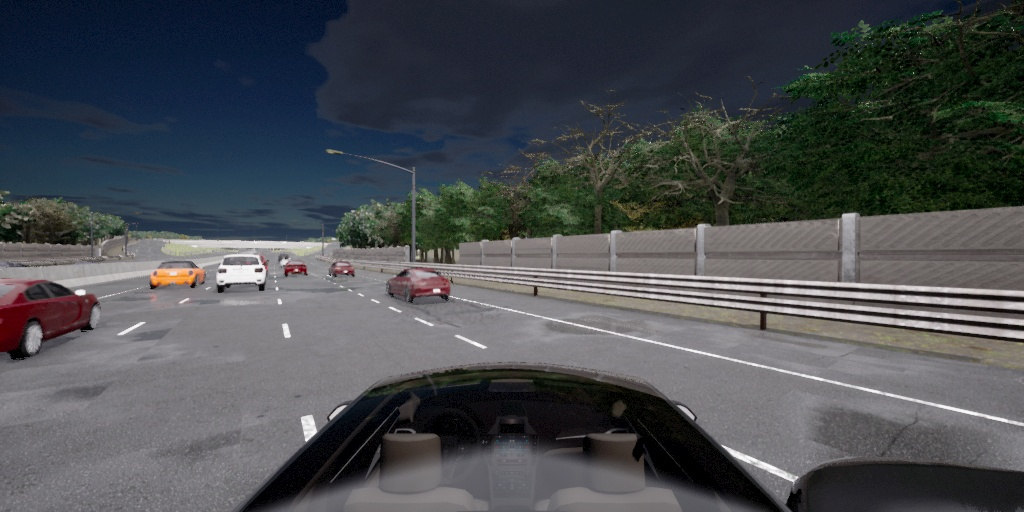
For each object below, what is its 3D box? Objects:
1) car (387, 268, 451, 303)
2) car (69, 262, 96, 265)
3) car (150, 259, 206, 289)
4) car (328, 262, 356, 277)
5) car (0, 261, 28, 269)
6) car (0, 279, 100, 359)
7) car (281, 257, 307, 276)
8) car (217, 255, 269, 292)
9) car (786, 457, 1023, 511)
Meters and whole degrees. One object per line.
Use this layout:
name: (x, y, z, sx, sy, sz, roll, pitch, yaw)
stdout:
car: (-4.403, 1.273, 16.720, 1.812, 1.442, 4.674, 0, 0, -34)
car: (-42.669, 1.272, 35.710, 1.994, 1.385, 4.181, 0, 0, -34)
car: (-21.397, 1.087, 23.138, 2.097, 1.767, 4.553, 0, 0, -34)
car: (-16.496, 1.256, 34.678, 1.812, 1.442, 4.674, 0, 0, -34)
car: (-43.195, 1.203, 30.180, 2.128, 1.511, 4.902, 0, 0, -34)
car: (-10.984, 1.223, 7.712, 1.882, 1.535, 5.008, 0, 0, -34)
car: (-22.325, 1.201, 36.910, 1.882, 1.535, 5.008, 0, 0, -34)
car: (-16.039, 0.958, 21.447, 2.150, 2.045, 5.566, 0, 0, -34)
car: (2.984, 1.315, 0.547, 4.181, 1.385, 1.994, 0, 0, 34)
